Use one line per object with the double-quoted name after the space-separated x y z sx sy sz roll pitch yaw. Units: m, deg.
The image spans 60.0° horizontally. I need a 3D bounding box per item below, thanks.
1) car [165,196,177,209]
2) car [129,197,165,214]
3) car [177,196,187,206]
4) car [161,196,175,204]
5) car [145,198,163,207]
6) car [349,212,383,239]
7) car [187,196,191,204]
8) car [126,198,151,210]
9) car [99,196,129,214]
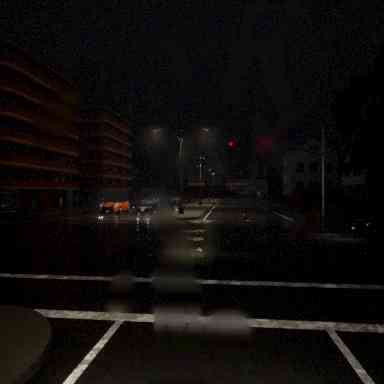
-3.607 1.601 44.126 1.895 1.301 4.718 0 0 6 "car"
-4.569 1.491 34.916 2.128 1.511 4.902 0 0 6 "car"
-2.652 1.491 53.171 2.128 1.511 4.902 0 0 6 "car"
-4.773 1.564 66.137 1.994 1.385 4.181 0 0 6 "car"
-6.092 1.601 53.937 1.895 1.301 4.718 0 0 6 "car"
10.350 1.525 16.514 4.674 1.442 1.812 0 0 1 "car"
-1.359 1.504 65.175 1.837 1.490 4.892 0 0 7 "car"
-7.093 1.545 44.407 2.033 1.411 5.357 0 0 6 "car"
-8.083 1.352 34.990 2.097 1.767 4.553 0 0 6 "car"
